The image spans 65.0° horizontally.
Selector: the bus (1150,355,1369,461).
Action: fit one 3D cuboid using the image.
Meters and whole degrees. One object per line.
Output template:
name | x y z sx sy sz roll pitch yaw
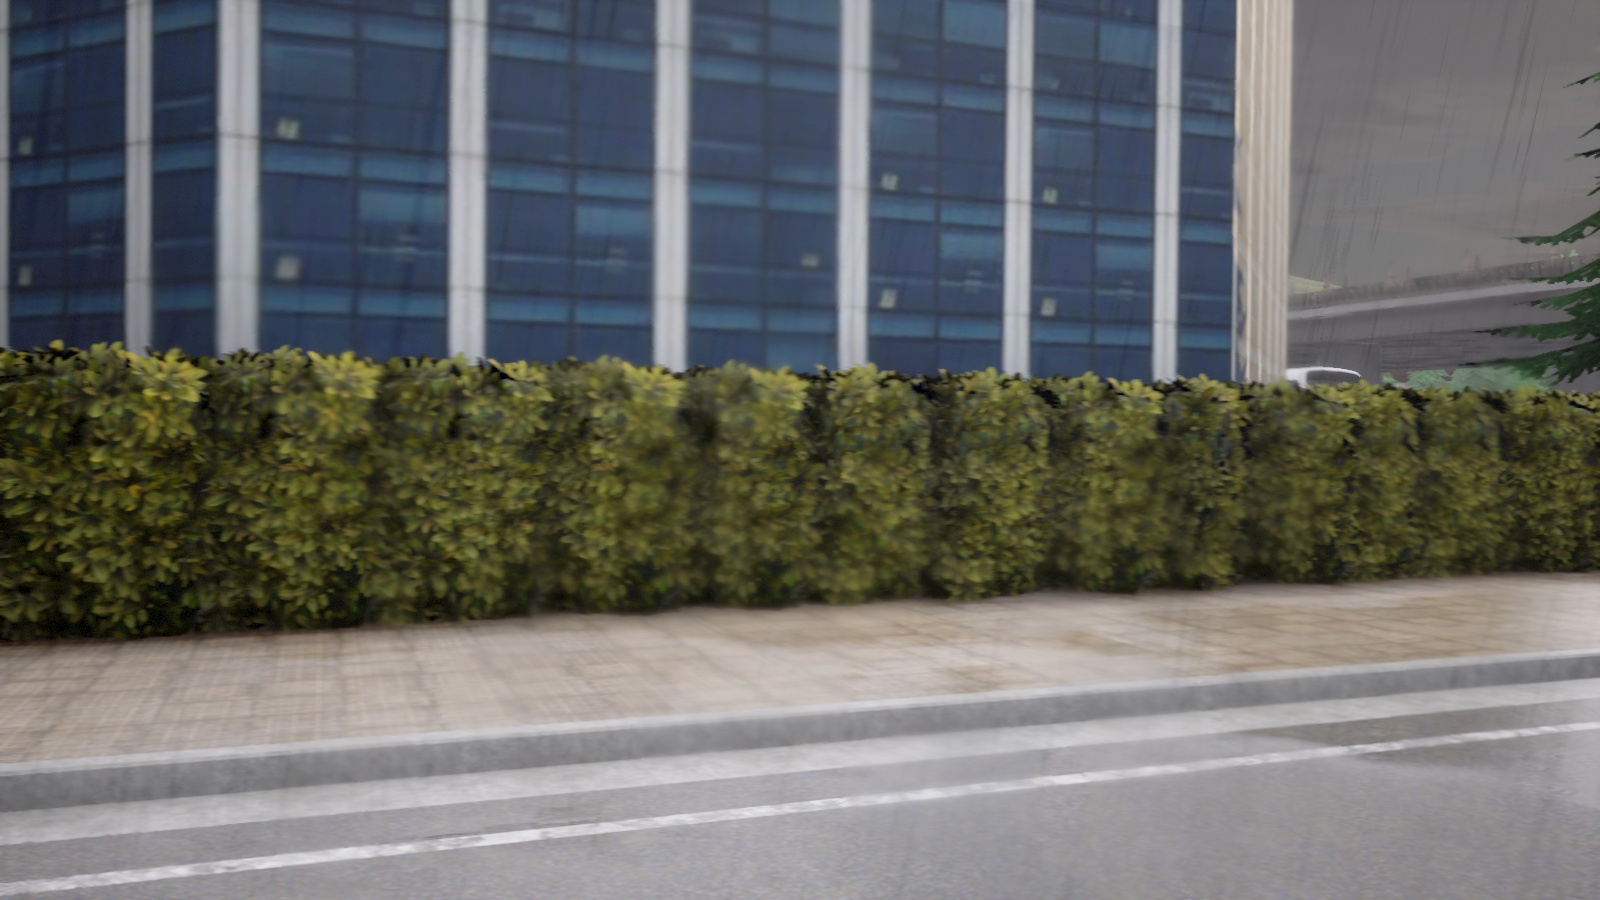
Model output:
bus | 20.355 -1.777 56.694 3.944 4.253 10.273 1 0 -16
